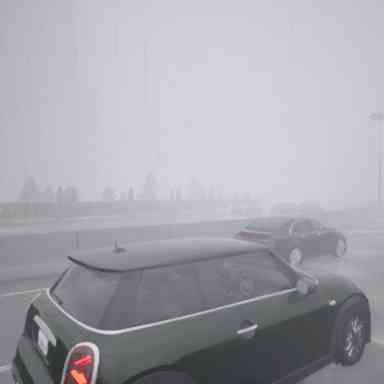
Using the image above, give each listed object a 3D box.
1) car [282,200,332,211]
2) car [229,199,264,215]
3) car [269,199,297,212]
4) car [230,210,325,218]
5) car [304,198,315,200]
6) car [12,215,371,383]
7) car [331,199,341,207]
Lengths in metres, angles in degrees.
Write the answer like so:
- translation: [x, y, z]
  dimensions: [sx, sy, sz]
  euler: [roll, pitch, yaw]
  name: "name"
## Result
- translation: [9.911, 1.674, 28.495]
  dimensions: [2.128, 1.511, 4.902]
  euler: [0, -1, 38]
  name: "car"
- translation: [5.642, 1.575, 34.383]
  dimensions: [2.097, 1.767, 4.553]
  euler: [0, -1, 36]
  name: "car"
- translation: [9.422, 1.728, 33.606]
  dimensions: [1.837, 1.490, 4.892]
  euler: [0, -1, 35]
  name: "car"
- translation: [3.492, 1.566, 11.355]
  dimensions: [4.892, 1.490, 1.837]
  euler: [0, 0, -41]
  name: "car"
- translation: [25.599, 2.003, 72.501]
  dimensions: [1.882, 1.535, 5.008]
  euler: [0, -1, 10]
  name: "car"
- translation: [0.355, 1.373, 4.268]
  dimensions: [4.553, 1.767, 2.097]
  euler: [0, 0, -37]
  name: "car"
- translation: [27.728, 2.111, 64.920]
  dimensions: [1.994, 1.385, 4.181]
  euler: [0, -1, 15]
  name: "car"
